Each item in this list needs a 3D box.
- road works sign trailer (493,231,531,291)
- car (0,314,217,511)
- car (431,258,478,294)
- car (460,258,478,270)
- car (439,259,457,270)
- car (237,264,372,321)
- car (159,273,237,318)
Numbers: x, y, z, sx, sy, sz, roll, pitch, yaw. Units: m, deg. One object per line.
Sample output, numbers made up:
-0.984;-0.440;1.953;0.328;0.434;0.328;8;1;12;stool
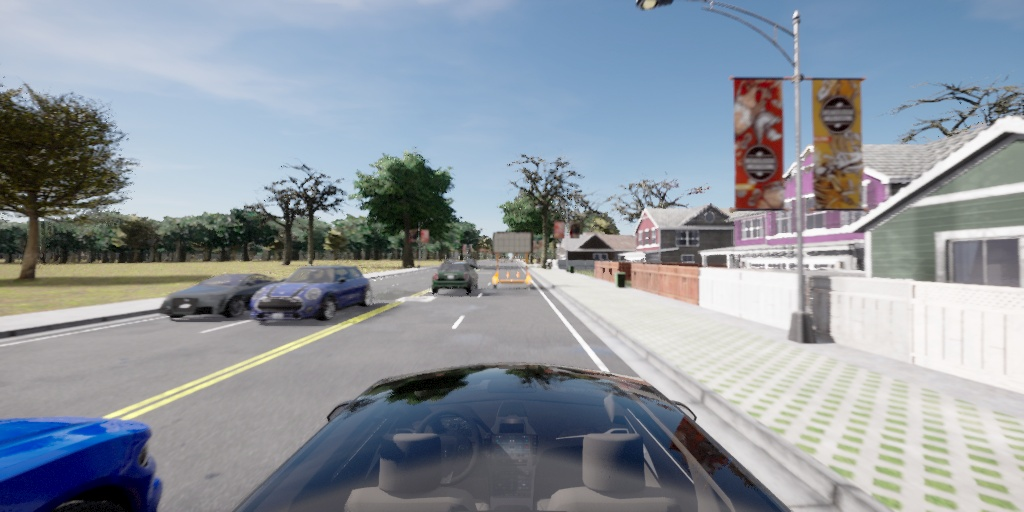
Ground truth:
0.002;0.228;22.267;2.380;3.560;2.880;0;0;0;road works sign trailer
-3.150;1.227;0.174;1.882;1.535;5.008;0;0;0;car
-3.149;1.114;20.536;2.097;1.767;4.553;0;0;0;car
-6.549;1.177;54.999;2.097;1.767;4.553;0;0;1;car
-9.794;1.304;55.400;1.882;1.535;5.008;0;0;1;car
-6.598;1.107;12.351;2.097;1.767;4.553;0;0;0;car
-9.848;1.319;12.793;1.994;1.385;4.181;0;0;0;car
